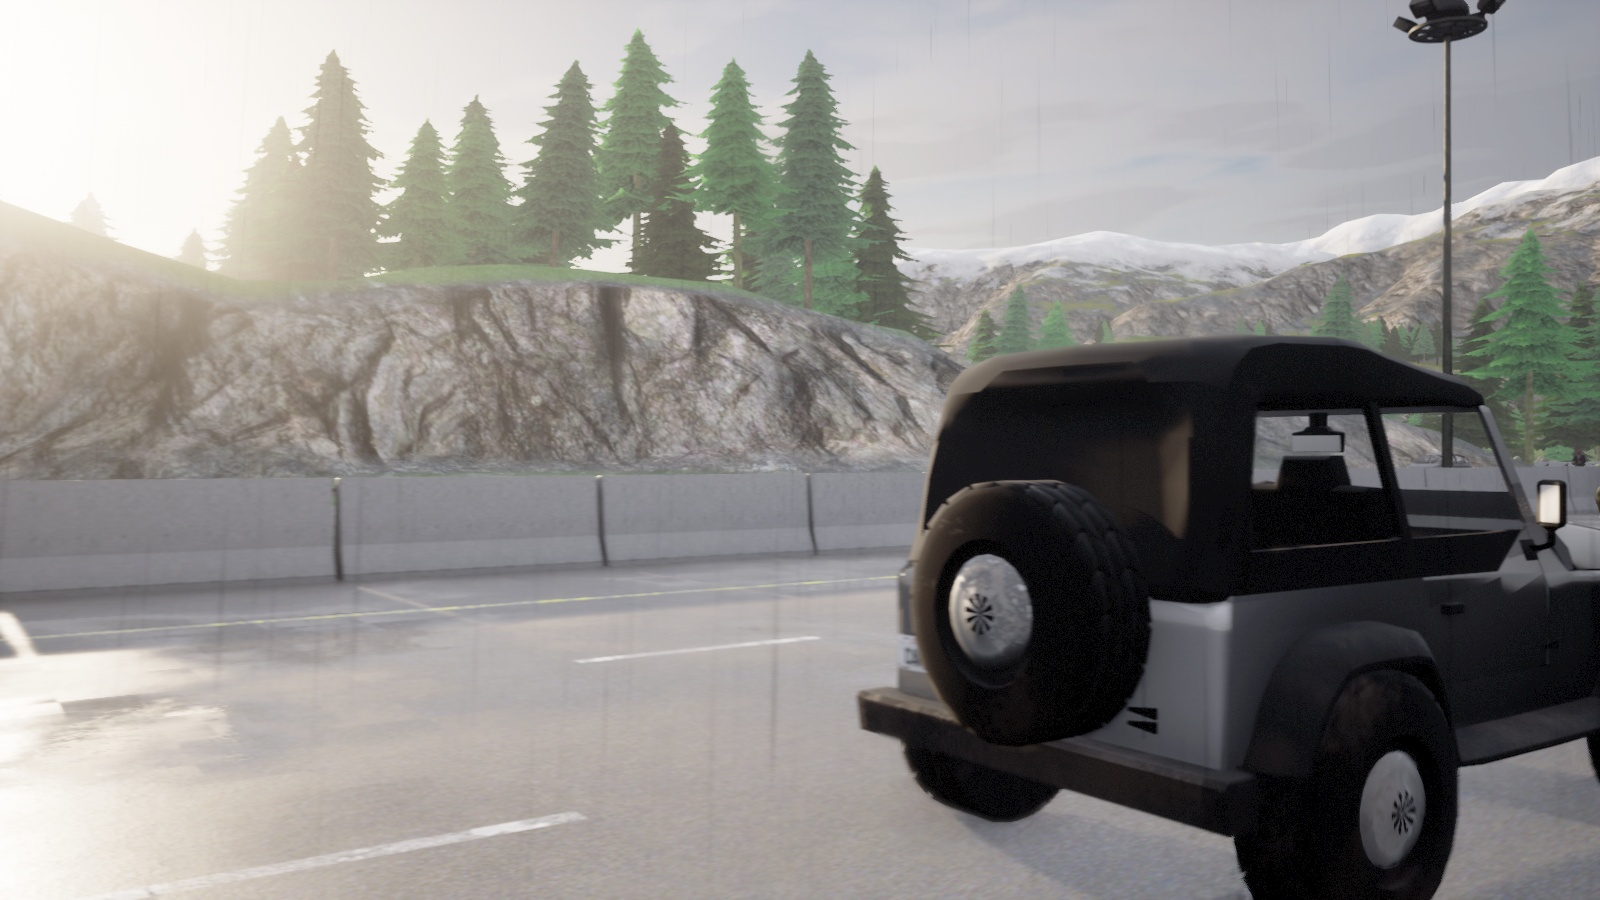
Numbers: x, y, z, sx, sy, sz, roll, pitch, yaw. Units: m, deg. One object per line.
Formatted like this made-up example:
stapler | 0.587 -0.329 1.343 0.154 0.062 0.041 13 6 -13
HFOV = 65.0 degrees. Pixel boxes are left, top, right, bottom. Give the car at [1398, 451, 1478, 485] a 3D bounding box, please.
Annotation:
car | 29.688 0.804 58.437 3.705 1.549 1.789 0 0 -35

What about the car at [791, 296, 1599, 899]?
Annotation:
car | 2.096 0.548 5.111 3.866 1.878 1.905 0 0 -35

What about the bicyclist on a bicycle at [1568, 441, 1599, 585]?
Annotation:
bicyclist on a bicycle | 9.662 0.713 14.648 1.656 1.620 0.582 0 0 -35
